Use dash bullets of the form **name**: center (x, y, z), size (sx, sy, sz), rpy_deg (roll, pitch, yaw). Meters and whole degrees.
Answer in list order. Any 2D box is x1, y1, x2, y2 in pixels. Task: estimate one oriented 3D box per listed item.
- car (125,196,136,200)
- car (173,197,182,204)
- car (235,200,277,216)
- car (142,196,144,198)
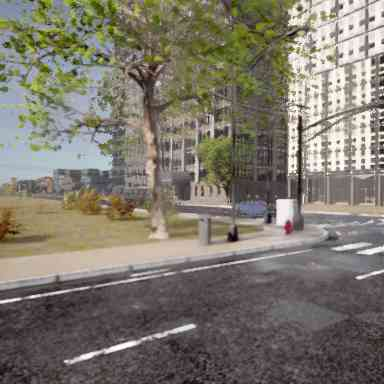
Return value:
- **car**: center (-11.900, 1.471, 64.257), size (1.994, 1.385, 4.181), rpy_deg (1, 0, -34)
- **car**: center (-3.654, 1.567, 57.776), size (1.895, 1.301, 4.718), rpy_deg (1, 0, -34)
- **car**: center (6.101, 1.467, 31.328), size (2.033, 1.411, 5.357), rpy_deg (1, 0, -34)
- **car**: center (-9.199, 1.476, 66.065), size (1.812, 1.442, 4.674), rpy_deg (1, 0, -34)
